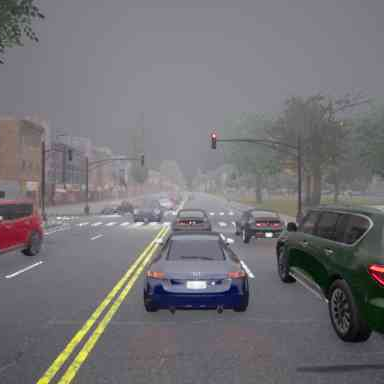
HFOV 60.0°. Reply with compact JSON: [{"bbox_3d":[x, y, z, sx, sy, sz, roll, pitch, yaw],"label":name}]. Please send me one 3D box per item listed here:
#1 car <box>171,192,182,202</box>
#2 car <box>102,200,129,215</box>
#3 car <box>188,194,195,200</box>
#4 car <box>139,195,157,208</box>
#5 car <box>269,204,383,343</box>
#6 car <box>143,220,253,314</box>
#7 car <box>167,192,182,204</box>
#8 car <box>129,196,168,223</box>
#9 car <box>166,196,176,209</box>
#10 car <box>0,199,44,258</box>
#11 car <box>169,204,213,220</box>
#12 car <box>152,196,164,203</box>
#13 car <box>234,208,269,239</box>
[{"bbox_3d":[-3.410,1.056,75.417,2.150,2.045,5.566,0,1,0],"label":"car"},{"bbox_3d":[-7.878,1.658,35.987,1.812,1.442,4.674,0,0,19],"label":"car"},{"bbox_3d":[-0.179,1.287,84.357,2.128,1.511,4.902,0,0,0],"label":"car"},{"bbox_3d":[-6.701,1.412,50.717,2.097,1.767,4.553,0,0,0],"label":"car"},{"bbox_3d":[3.313,1.233,6.600,2.150,2.045,5.566,0,0,0],"label":"car"},{"bbox_3d":[0.064,1.581,7.746,1.994,1.385,4.181,0,0,0],"label":"car"},{"bbox_3d":[-3.439,1.206,59.353,2.150,2.045,5.566,0,1,1],"label":"car"},{"bbox_3d":[-3.404,1.474,26.825,2.097,1.767,4.553,0,0,0],"label":"car"},{"bbox_3d":[-3.439,1.632,43.123,1.812,1.442,4.674,0,0,0],"label":"car"},{"bbox_3d":[-6.618,1.253,10.266,2.150,2.045,5.566,0,-1,0],"label":"car"},{"bbox_3d":[0.006,1.579,16.633,1.837,1.490,4.892,0,0,1],"label":"car"},{"bbox_3d":[-6.668,1.484,66.279,1.994,1.385,4.181,0,1,0],"label":"car"},{"bbox_3d":[3.260,1.577,16.462,1.837,1.490,4.892,0,0,0],"label":"car"}]
